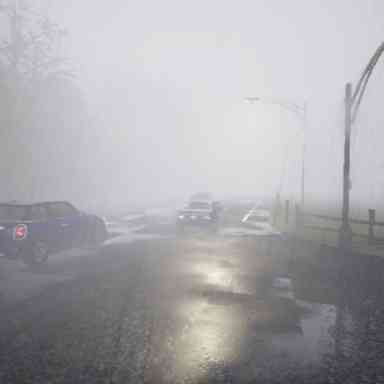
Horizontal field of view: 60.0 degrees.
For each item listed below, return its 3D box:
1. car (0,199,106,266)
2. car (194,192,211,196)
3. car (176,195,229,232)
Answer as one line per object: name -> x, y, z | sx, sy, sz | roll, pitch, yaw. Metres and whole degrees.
car -> -4.582, 1.007, 10.541 | 2.097, 1.767, 4.553 | 1, 1, 14
car -> 1.094, 0.704, 33.286 | 1.812, 1.442, 4.674 | 1, 1, 14
car -> 0.679, 1.121, 17.190 | 2.033, 1.411, 5.357 | 1, 1, 14
